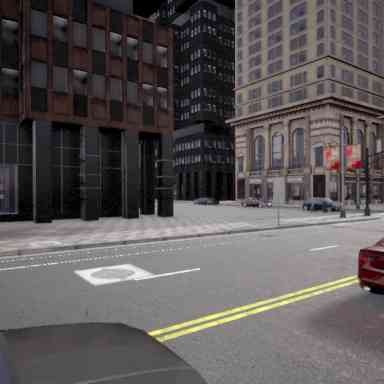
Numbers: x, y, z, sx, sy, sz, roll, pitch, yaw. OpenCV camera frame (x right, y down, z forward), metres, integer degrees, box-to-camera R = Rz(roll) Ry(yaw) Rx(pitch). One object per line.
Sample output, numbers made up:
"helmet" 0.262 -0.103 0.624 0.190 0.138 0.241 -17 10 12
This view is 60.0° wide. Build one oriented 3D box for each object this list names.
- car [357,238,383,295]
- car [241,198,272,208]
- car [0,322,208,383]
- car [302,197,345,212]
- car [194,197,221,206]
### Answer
"car" 5.737 1.477 7.541 5.008 1.535 1.882 0 0 -36
"car" 8.985 1.527 46.433 2.128 1.511 4.902 0 0 -35
"car" -2.351 1.547 1.766 5.357 1.411 2.033 0 0 -35
"car" 14.988 1.376 37.949 2.097 1.767 4.553 0 0 -35
"car" 2.453 1.597 55.678 2.033 1.411 5.357 0 0 -35
